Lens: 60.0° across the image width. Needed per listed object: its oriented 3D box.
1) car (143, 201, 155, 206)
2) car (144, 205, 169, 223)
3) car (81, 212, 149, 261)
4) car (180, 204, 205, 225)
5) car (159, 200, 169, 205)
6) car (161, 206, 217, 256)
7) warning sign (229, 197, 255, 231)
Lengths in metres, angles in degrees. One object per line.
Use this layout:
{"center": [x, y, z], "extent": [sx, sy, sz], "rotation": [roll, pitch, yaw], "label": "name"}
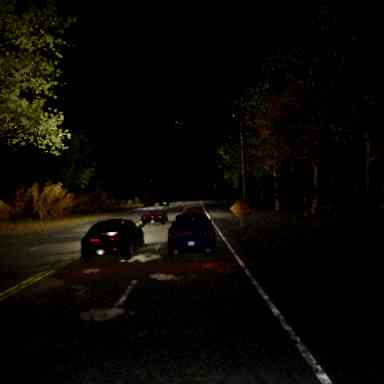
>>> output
{"center": [-9.251, 2.709, 71.656], "extent": [1.895, 1.301, 4.718], "rotation": [-3, 0, 1], "label": "car"}
{"center": [-3.187, 2.108, 29.044], "extent": [1.895, 1.301, 4.718], "rotation": [-3, 0, 0], "label": "car"}
{"center": [-3.253, 1.895, 14.249], "extent": [1.837, 1.490, 4.892], "rotation": [-3, 0, 0], "label": "car"}
{"center": [0.065, 1.888, 29.016], "extent": [1.895, 1.301, 4.718], "rotation": [-2, 1, 0], "label": "car"}
{"center": [-6.008, 2.495, 71.638], "extent": [2.033, 1.411, 5.357], "rotation": [-3, 0, 1], "label": "car"}
{"center": [-0.009, 1.645, 14.385], "extent": [1.882, 1.535, 5.008], "rotation": [-3, 1, 1], "label": "car"}
{"center": [2.845, 1.243, 19.159], "extent": [1.300, 1.860, 1.060], "rotation": [-2, 0, 0], "label": "warning sign"}
